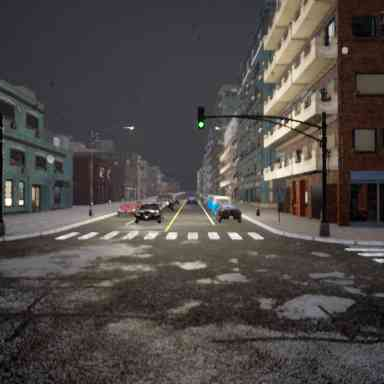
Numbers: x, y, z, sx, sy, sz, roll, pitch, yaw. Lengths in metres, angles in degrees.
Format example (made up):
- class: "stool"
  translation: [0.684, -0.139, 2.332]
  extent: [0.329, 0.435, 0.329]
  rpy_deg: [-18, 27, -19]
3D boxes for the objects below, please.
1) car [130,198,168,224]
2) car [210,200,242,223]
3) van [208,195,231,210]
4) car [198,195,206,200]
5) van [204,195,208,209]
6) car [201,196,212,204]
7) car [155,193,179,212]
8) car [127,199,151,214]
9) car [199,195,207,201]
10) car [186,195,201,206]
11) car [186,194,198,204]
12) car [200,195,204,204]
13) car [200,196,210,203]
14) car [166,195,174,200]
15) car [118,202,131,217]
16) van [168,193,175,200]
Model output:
- class: "car"
  translation: [-3.091, 1.488, 25.030]
  extent: [1.837, 1.490, 4.892]
  rpy_deg: [0, 0, 0]
- class: "car"
  translation: [2.704, 1.534, 25.122]
  extent: [2.008, 1.369, 4.403]
  rpy_deg: [1, 0, 0]
- class: "van"
  translation: [2.707, 1.319, 30.701]
  extent: [1.690, 1.788, 3.998]
  rpy_deg: [1, 0, 0]
- class: "car"
  translation: [2.711, 1.429, 92.090]
  extent: [2.008, 1.369, 4.403]
  rpy_deg: [1, 0, 0]
- class: "van"
  translation: [2.709, 1.307, 41.863]
  extent: [1.690, 1.788, 3.998]
  rpy_deg: [1, 0, 0]
- class: "car"
  translation: [2.708, 1.500, 64.186]
  extent: [1.947, 1.339, 4.313]
  rpy_deg: [1, 0, 0]
- class: "car"
  translation: [-3.077, 1.192, 38.827]
  extent: [2.150, 2.045, 5.566]
  rpy_deg: [0, 0, 0]
- class: "car"
  translation: [-5.675, 1.517, 36.247]
  extent: [1.887, 1.381, 4.507]
  rpy_deg: [1, 0, 0]
- class: "car"
  translation: [2.710, 1.446, 80.929]
  extent: [1.887, 1.381, 4.507]
  rpy_deg: [1, 0, 0]
- class: "car"
  translation: [0.005, 1.513, 54.988]
  extent: [1.994, 1.385, 4.181]
  rpy_deg: [0, 0, 0]
- class: "car"
  translation: [0.004, 1.284, 64.999]
  extent: [2.097, 1.767, 4.553]
  rpy_deg: [0, 0, 0]
- class: "car"
  translation: [2.707, 1.477, 53.194]
  extent: [1.752, 1.417, 4.829]
  rpy_deg: [1, 0, 0]
- class: "car"
  translation: [2.708, 1.490, 69.767]
  extent: [1.947, 1.339, 4.313]
  rpy_deg: [1, 0, 0]
- class: "car"
  translation: [-5.670, 1.456, 86.469]
  extent: [1.947, 1.339, 4.313]
  rpy_deg: [1, 0, 0]
- class: "car"
  translation: [-5.676, 1.560, 30.666]
  extent: [1.802, 1.307, 4.206]
  rpy_deg: [1, 0, 0]
- class: "van"
  translation: [-5.666, 1.219, 92.049]
  extent: [1.690, 1.788, 3.998]
  rpy_deg: [1, 0, 0]
